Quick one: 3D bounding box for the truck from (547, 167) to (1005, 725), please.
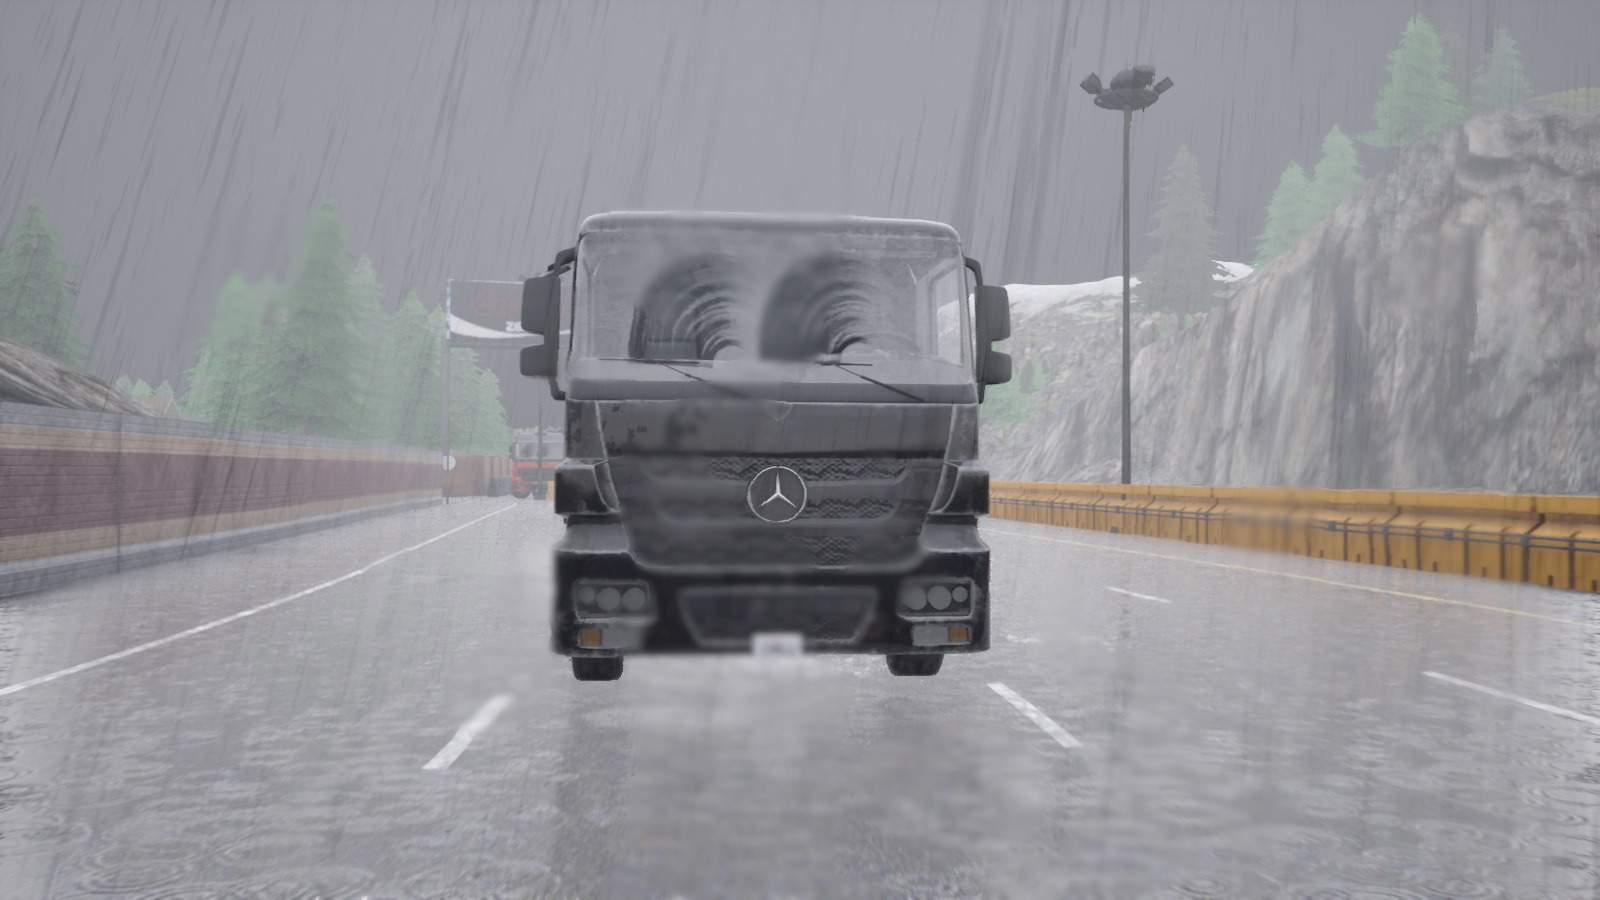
[{"bbox_3d":[-0.549,0.034,11.879,2.891,3.462,7.936,0,-1,-6],"label":"truck"}]

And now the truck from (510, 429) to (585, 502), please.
[{"bbox_3d":[-14.129,0.891,70.971,2.891,3.827,8.468,-1,-1,-3],"label":"truck"}]
